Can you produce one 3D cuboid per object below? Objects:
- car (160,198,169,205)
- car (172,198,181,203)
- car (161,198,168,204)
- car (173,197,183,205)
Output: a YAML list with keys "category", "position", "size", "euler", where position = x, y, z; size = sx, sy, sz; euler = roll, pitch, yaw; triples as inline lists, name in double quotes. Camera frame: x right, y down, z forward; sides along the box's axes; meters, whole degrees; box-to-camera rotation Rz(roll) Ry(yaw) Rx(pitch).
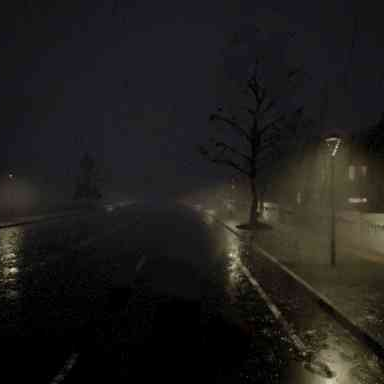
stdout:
- category: "car"
  position: [-6.415, 2.240, 77.299]
  size: [2.128, 1.511, 4.902]
  euler: [0, -1, -5]
- category: "car"
  position: [-4.078, 2.252, 87.710]
  size: [2.033, 1.411, 5.357]
  euler: [0, -1, -6]
- category: "car"
  position: [-7.311, 2.313, 87.377]
  size: [1.895, 1.301, 4.718]
  euler: [0, -1, -6]
- category: "car"
  position: [-3.174, 2.056, 77.558]
  size: [2.097, 1.767, 4.553]
  euler: [0, -1, -5]
